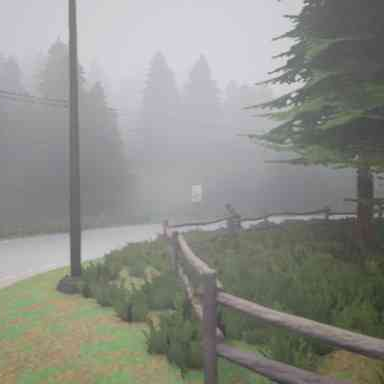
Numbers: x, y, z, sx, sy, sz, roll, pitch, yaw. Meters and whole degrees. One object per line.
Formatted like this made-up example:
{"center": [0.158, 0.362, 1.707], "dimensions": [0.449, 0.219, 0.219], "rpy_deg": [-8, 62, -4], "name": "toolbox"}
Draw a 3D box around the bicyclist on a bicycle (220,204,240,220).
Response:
{"center": [1.912, 1.436, 16.514], "dimensions": [0.582, 1.620, 1.656], "rpy_deg": [-1, 0, -43], "name": "bicyclist on a bicycle"}
